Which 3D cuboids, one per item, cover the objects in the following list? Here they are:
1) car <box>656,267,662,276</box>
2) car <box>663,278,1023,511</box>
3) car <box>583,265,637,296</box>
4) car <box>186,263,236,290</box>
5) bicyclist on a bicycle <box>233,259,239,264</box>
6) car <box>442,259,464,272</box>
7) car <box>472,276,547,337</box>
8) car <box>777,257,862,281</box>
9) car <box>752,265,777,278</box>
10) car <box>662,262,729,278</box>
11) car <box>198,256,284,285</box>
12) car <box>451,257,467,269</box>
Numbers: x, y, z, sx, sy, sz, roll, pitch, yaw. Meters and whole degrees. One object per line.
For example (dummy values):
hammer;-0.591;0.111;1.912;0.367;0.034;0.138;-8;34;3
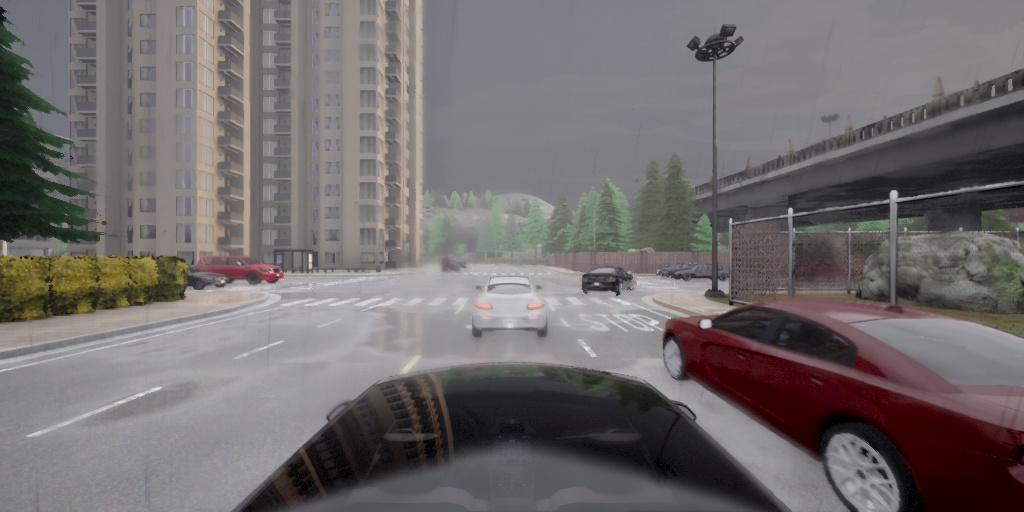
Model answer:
car;16.083;1.297;33.590;4.902;1.511;2.128;0;0;-1
car;3.526;1.228;4.138;1.882;1.535;5.008;0;0;-1
car;5.525;1.271;20.162;1.882;1.535;5.008;-2;-1;30
car;-20.449;1.331;22.423;4.674;1.442;1.812;0;0;-1
bicyclist on a bicycle;-29.112;1.106;37.787;0.582;1.620;1.656;0;0;-1
car;-7.783;1.351;46.106;1.895;1.301;4.718;0;0;-1
car;-0.074;1.276;10.161;1.812;1.442;4.674;0;0;-1
car;26.093;1.026;30.219;5.566;2.045;2.150;0;0;-1
car;24.957;1.369;33.699;4.181;1.385;1.994;0;0;0
car;15.915;1.353;30.088;5.357;1.411;2.033;0;0;-1
car;-19.707;1.027;25.925;5.566;2.045;2.150;0;0;-1
car;-8.118;1.297;56.725;2.033;1.411;5.357;0;0;-4
